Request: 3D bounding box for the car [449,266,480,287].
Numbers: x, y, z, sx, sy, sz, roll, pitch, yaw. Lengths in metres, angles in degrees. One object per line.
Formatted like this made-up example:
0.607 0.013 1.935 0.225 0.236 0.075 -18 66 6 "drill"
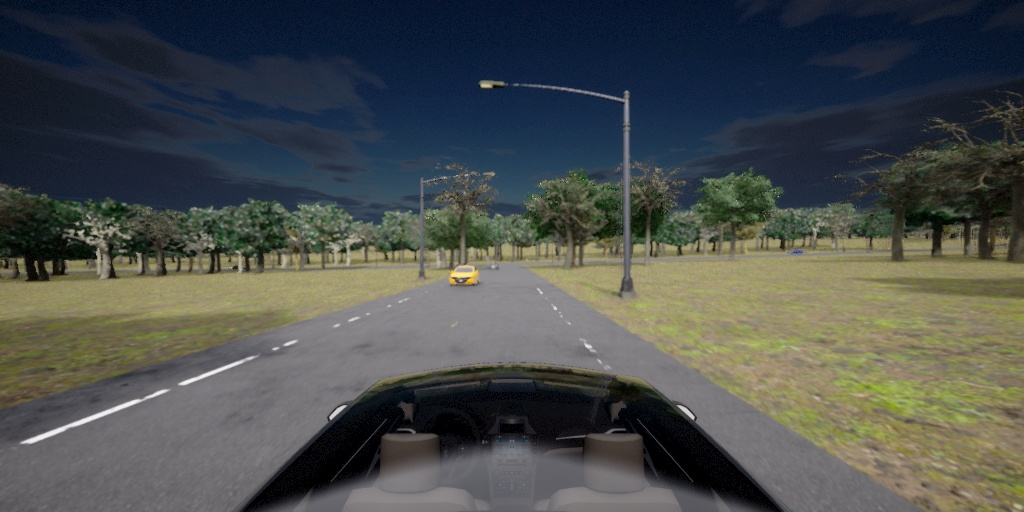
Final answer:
-3.590 1.496 27.711 1.882 1.535 5.008 0 -1 0 "car"
